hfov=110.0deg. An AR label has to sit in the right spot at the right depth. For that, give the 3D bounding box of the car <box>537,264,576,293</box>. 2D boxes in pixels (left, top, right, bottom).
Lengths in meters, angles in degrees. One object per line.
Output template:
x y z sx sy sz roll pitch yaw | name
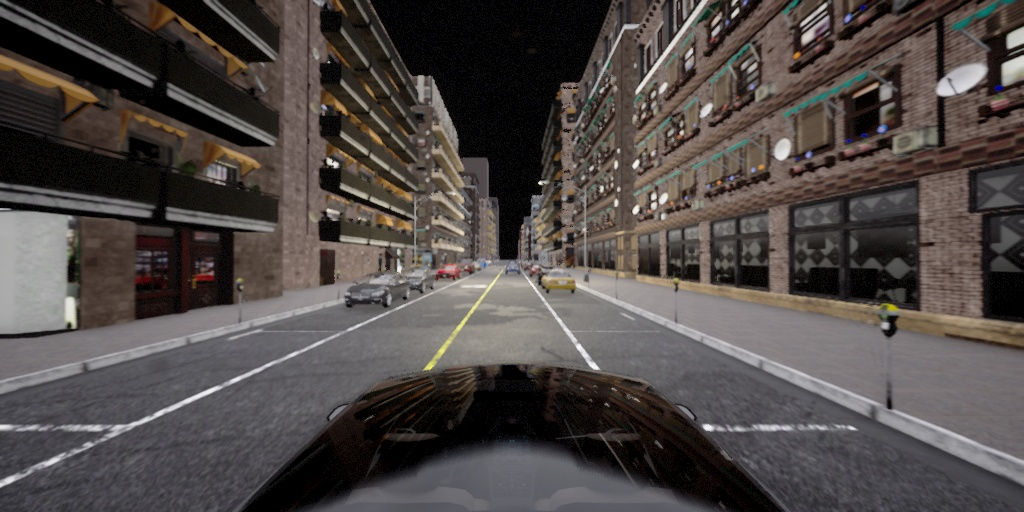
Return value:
2.690 1.381 21.421 1.751 1.417 4.829 0 0 0 | car

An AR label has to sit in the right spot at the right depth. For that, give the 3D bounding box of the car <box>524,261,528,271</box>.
2.691 1.620 55.069 1.802 1.307 4.207 0 0 0 | car

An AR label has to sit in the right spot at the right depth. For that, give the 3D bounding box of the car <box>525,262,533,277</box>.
2.690 1.529 38.160 1.802 1.307 4.207 0 0 0 | car

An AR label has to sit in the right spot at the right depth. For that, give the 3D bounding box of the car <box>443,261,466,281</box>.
-5.691 1.462 32.529 1.888 1.381 4.507 0 0 0 | car

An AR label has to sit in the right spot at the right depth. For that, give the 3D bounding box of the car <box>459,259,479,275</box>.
-5.690 1.293 43.801 2.192 1.841 5.009 0 0 0 | car

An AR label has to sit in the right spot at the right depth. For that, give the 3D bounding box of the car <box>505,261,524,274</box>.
0.102 1.535 45.773 2.033 1.411 5.357 0 0 0 | car

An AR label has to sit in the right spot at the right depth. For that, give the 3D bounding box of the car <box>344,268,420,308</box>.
-5.691 1.376 15.619 2.007 1.370 4.403 0 0 0 | car

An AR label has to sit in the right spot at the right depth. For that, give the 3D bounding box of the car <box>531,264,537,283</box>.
2.690 1.452 26.888 1.948 1.339 4.313 0 0 0 | car

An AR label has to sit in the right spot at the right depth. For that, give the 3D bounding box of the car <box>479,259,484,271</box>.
-5.689 1.564 54.903 1.751 1.417 4.829 0 0 0 | car

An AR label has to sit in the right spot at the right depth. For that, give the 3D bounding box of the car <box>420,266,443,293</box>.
-5.692 1.407 21.256 2.007 1.370 4.403 0 0 0 | car
